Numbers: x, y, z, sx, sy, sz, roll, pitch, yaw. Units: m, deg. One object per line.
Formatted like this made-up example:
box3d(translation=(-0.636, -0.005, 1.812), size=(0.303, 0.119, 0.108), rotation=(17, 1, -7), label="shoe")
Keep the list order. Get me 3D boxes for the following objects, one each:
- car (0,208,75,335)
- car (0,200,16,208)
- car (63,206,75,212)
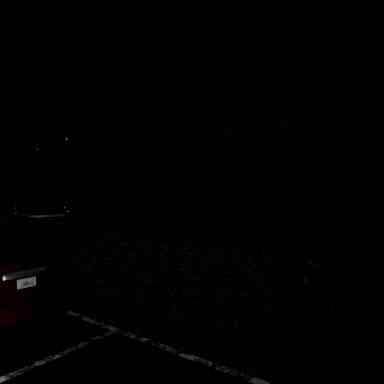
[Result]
box3d(translation=(-4.171, 1.316, 5.927), size=(5.009, 1.841, 2.192), rotation=(0, -1, 36), label="car")
box3d(translation=(-18.271, 1.502, 29.784), size=(2.097, 1.767, 4.553), rotation=(-1, -1, 37), label="car")
box3d(translation=(-12.196, 1.837, 37.970), size=(1.895, 1.301, 4.718), rotation=(-1, -1, 36), label="car")
